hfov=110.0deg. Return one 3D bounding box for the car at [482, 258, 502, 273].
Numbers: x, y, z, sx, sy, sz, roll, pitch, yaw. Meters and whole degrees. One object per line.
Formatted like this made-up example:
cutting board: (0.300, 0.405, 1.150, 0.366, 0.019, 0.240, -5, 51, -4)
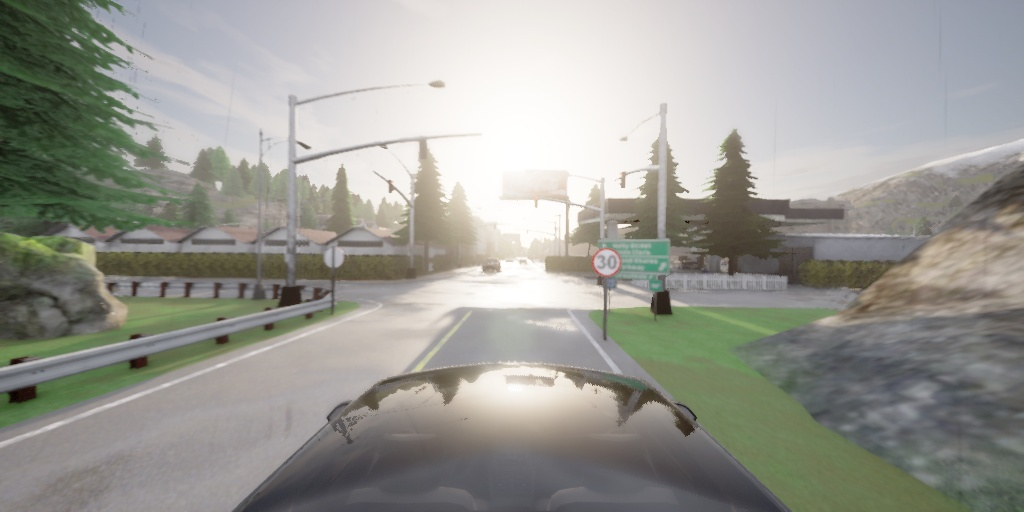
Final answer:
car: (-2.355, 1.008, 42.697, 2.097, 1.767, 4.553, 1, 1, 2)
